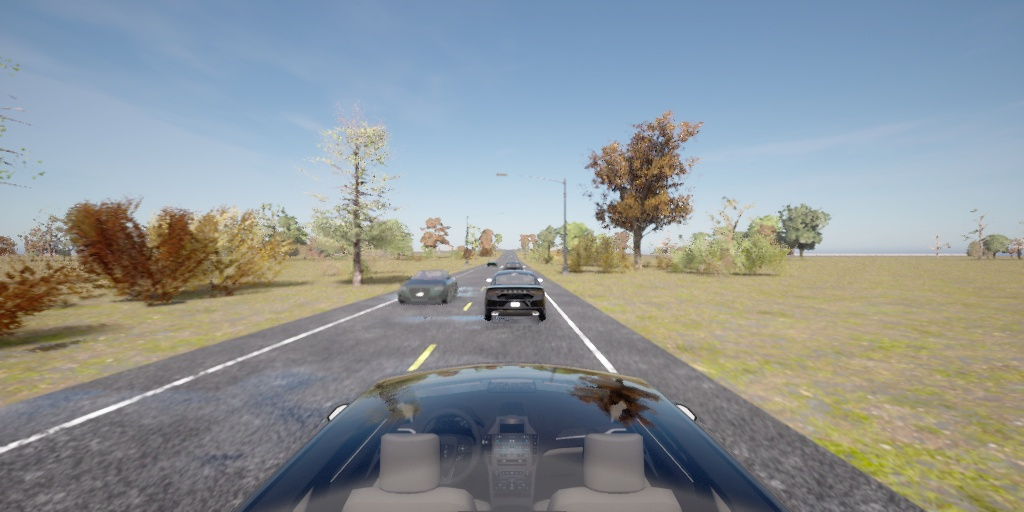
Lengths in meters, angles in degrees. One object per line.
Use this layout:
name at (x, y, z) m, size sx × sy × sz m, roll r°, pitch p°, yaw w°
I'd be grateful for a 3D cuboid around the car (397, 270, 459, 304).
car at (-3.601, 1.312, 16.003) m, size 1.994 × 1.385 × 4.181 m, roll 0°, pitch 0°, yaw 0°

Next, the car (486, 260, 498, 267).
car at (-3.505, 1.322, 63.630) m, size 1.895 × 1.301 × 4.718 m, roll 0°, pitch 0°, yaw 0°

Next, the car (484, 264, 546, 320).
car at (0.097, 1.226, 12.676) m, size 1.882 × 1.535 × 5.008 m, roll 0°, pitch 0°, yaw 0°

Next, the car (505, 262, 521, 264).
car at (0.096, 1.247, 31.061) m, size 1.837 × 1.490 × 4.892 m, roll 0°, pitch 0°, yaw 0°
